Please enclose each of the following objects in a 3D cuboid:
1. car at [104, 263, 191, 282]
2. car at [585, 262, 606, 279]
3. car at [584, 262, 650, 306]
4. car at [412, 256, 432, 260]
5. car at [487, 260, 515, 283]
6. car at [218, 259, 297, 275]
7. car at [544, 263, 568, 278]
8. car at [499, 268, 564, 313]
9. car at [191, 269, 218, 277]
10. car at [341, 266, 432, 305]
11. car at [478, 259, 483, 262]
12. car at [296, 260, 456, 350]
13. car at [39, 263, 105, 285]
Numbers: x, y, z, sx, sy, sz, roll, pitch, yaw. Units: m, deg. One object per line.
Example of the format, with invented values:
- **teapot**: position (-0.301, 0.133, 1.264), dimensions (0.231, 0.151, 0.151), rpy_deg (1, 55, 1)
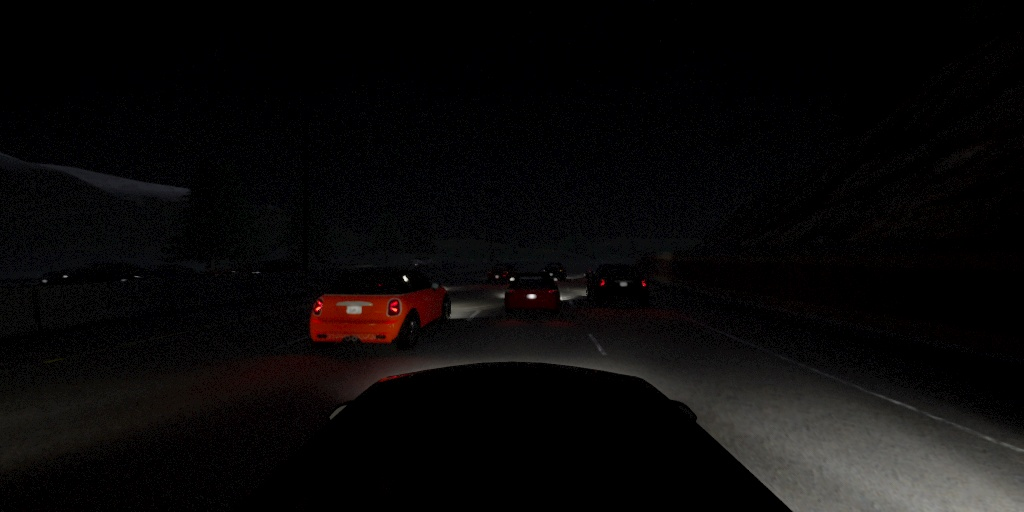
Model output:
- **car**: position (-22.866, 1.264, 23.293), dimensions (1.994, 1.385, 4.181), rpy_deg (0, 0, 8)
- **car**: position (8.105, 1.334, 34.477), dimensions (1.812, 1.442, 4.674), rpy_deg (0, 0, 15)
- **car**: position (4.606, 1.131, 16.134), dimensions (2.097, 1.767, 4.553), rpy_deg (0, 0, 6)
- **car**: position (-15.934, 0.991, 62.218), dimensions (2.150, 2.045, 5.566), rpy_deg (0, 0, 22)
- **car**: position (-0.630, 1.300, 27.809), dimensions (1.812, 1.442, 4.674), rpy_deg (0, 0, 11)
- **car**: position (-15.795, 1.074, 23.257), dimensions (2.097, 1.767, 4.553), rpy_deg (0, 0, 9)
- **car**: position (3.690, 1.317, 31.236), dimensions (1.812, 1.442, 4.674), rpy_deg (0, 0, 13)
- **car**: position (0.848, 1.329, 14.055), dimensions (1.994, 1.385, 4.181), rpy_deg (0, 0, 5)
- **car**: position (-19.046, 1.191, 25.286), dimensions (1.882, 1.535, 5.008), rpy_deg (0, 0, 10)
- **car**: position (-5.846, 1.295, 17.557), dimensions (2.033, 1.411, 5.357), rpy_deg (0, 0, 7)
- **car**: position (-3.492, 1.361, 64.516), dimensions (2.033, 1.411, 5.357), rpy_deg (0, 0, 25)
- **car**: position (-3.044, 1.100, 9.298), dimensions (2.097, 1.767, 4.553), rpy_deg (0, 0, 3)
- **car**: position (-26.453, 1.180, 22.988), dimensions (2.128, 1.511, 4.902), rpy_deg (0, 0, 8)
